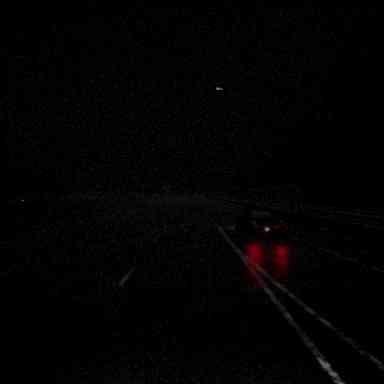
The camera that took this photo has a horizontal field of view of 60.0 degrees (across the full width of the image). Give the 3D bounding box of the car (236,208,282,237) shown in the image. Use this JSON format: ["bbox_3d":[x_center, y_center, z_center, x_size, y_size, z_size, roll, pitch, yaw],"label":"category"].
[{"bbox_3d":[3.561,1.586,18.196,1.812,1.442,4.674,0,0,-1],"label":"car"}]

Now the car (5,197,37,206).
[{"bbox_3d":[-24.541,1.751,47.447,1.895,1.301,4.718,0,0,1],"label":"car"}]

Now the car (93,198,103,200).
[{"bbox_3d":[-17.516,1.780,62.503,1.994,1.385,4.181,0,0,0],"label":"car"}]

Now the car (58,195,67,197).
[{"bbox_3d":[-24.516,1.355,62.705,1.812,1.442,4.674,0,0,0],"label":"car"}]

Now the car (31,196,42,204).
[{"bbox_3d":[-28.015,1.549,58.785,2.097,1.767,4.553,0,0,0],"label":"car"}]

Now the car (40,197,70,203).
[{"bbox_3d":[-17.586,1.739,43.670,1.895,1.301,4.718,0,0,0],"label":"car"}]
